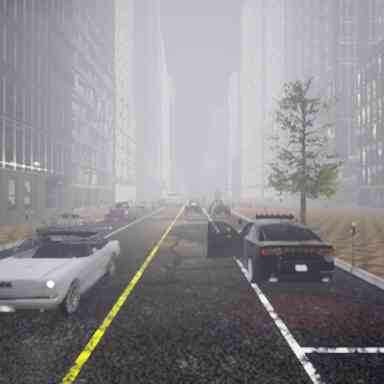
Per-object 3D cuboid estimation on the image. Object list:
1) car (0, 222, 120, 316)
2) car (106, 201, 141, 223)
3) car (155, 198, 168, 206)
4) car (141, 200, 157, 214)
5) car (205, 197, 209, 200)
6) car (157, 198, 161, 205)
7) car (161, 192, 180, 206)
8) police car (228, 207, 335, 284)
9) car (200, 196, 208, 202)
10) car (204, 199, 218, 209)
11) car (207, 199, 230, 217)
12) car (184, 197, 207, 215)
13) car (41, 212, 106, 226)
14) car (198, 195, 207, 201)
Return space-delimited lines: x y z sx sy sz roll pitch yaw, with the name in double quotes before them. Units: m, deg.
"car" -3.081 1.630 7.701 1.895 1.301 4.718 0 0 0
"car" -5.612 1.540 26.590 1.967 1.590 4.097 0 0 0
"car" -5.520 1.778 60.724 1.887 1.381 4.507 0 0 0
"car" -5.582 1.695 37.968 2.008 1.369 4.403 0 0 0
"car" 2.799 1.584 37.922 1.967 1.590 4.097 0 0 0
"car" -5.567 1.711 43.656 1.887 1.381 4.507 0 0 0
"car" -2.869 1.024 48.299 2.150 2.045 5.566 0 0 0
"police car" 2.392 1.462 9.847 1.930 1.638 5.238 0 0 0
"car" 2.923 1.855 83.604 1.752 1.417 4.829 0 0 0
"car" 2.829 1.770 49.301 1.802 1.307 4.206 0 0 0
"car" 2.783 1.673 32.234 2.008 1.369 4.403 0 0 0
"car" 0.160 1.627 35.481 2.128 1.511 4.902 0 0 1
"car" -5.644 1.608 15.211 2.008 1.369 4.403 0 0 0
"car" 2.955 1.692 94.812 2.192 1.841 5.009 0 0 0
